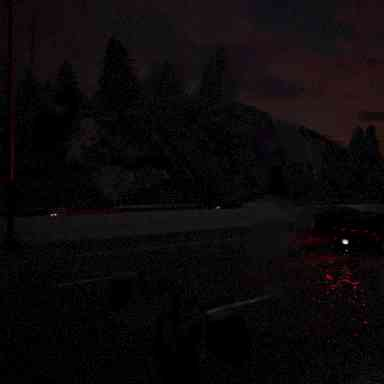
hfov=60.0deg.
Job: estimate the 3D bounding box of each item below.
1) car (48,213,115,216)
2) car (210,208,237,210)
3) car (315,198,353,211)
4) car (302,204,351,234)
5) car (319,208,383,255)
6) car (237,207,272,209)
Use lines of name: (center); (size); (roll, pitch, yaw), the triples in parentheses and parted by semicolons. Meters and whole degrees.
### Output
car: (-6.830, 1.365, 20.606); (4.553, 1.767, 2.097); (0, 0, -35)
car: (4.088, 1.597, 41.185); (5.357, 1.411, 2.033); (0, 0, -34)
car: (17.883, 1.574, 41.719); (4.892, 1.490, 1.837); (0, 0, -31)
car: (8.113, 1.508, 18.123); (5.008, 1.535, 1.882); (0, 0, -35)
car: (7.495, 1.530, 13.387); (4.892, 1.490, 1.837); (0, 0, -35)
car: (8.006, 1.579, 39.577); (4.674, 1.442, 1.812); (0, 0, -34)
